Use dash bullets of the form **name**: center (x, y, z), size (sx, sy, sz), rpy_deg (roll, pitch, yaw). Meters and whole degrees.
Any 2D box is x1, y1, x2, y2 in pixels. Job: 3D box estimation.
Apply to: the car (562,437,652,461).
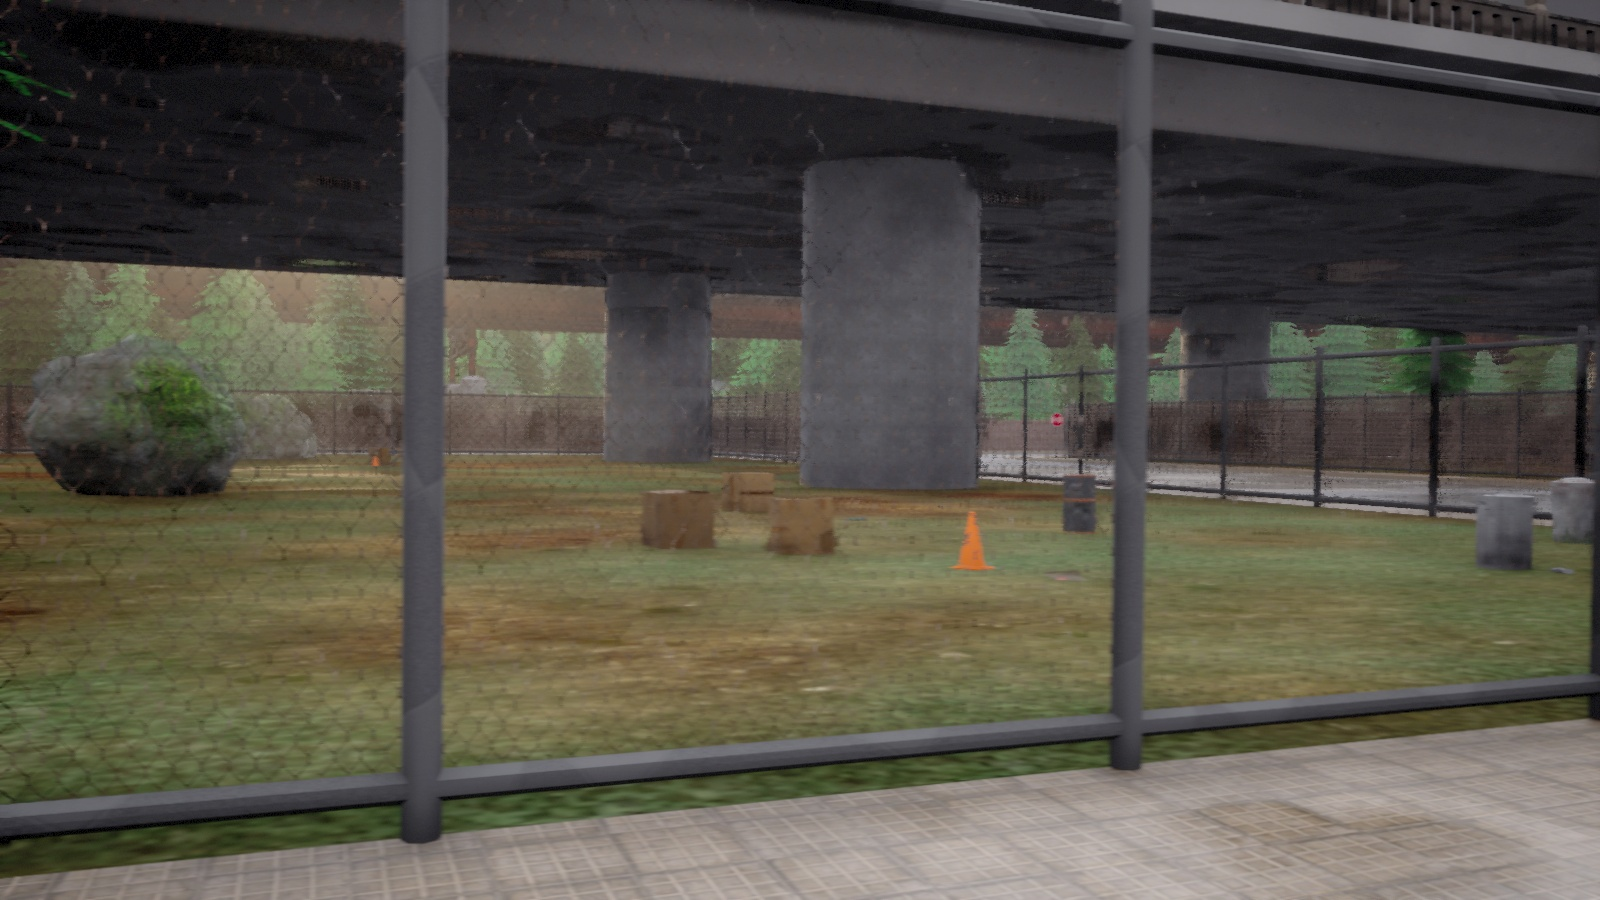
- **car**: center (-10.863, -0.080, 70.737), size (4.718, 1.301, 1.895), rpy_deg (-1, 1, -21)
